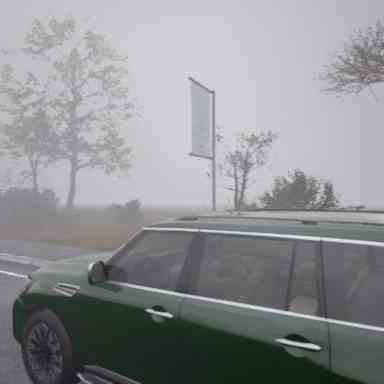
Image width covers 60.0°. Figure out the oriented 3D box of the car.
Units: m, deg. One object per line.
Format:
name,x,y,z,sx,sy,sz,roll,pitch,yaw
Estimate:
car,0.400,1.207,3.551,5.566,2.045,2.150,0,0,34
